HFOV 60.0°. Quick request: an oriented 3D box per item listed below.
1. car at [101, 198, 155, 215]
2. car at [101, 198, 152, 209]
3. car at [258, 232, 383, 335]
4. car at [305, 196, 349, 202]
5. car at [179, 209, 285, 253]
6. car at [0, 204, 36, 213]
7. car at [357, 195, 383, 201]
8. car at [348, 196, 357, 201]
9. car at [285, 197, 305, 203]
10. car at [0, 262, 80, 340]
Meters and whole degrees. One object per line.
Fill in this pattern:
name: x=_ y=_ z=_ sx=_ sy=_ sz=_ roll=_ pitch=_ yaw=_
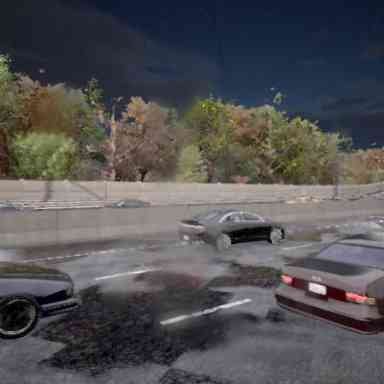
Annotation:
car: x=-6.472 y=1.429 z=33.763 sx=5.008 sy=1.535 sz=1.882 roll=-1 pitch=0 yaw=-35
car: x=-5.914 y=1.483 z=29.871 sx=4.674 sy=1.442 sz=1.812 roll=-1 pitch=0 yaw=-35
car: x=3.974 y=1.522 z=6.580 sx=5.357 sy=1.411 sz=2.033 roll=0 pitch=0 yaw=-35
car: x=14.556 y=1.472 z=35.820 sx=4.181 sy=1.385 sz=1.994 roll=0 pitch=0 yaw=-35
car: x=1.767 y=1.459 z=13.607 sx=4.902 sy=1.511 sz=2.128 roll=0 pitch=0 yaw=-35
car: x=-10.718 y=1.558 z=17.841 sx=4.181 sy=1.385 sz=1.994 roll=0 pitch=0 yaw=-35
car: x=30.050 y=1.262 z=55.399 sx=4.553 sy=1.767 sz=2.097 roll=0 pitch=0 yaw=-36
car: x=27.993 y=1.374 z=58.231 sx=4.902 sy=1.511 sz=2.128 roll=0 pitch=0 yaw=-36
car: x=12.783 y=1.385 z=38.866 sx=5.008 sy=1.535 sz=1.882 roll=0 pitch=0 yaw=-35
car: x=-4.537 y=1.551 z=4.811 sx=5.357 sy=1.411 sz=2.033 roll=0 pitch=0 yaw=-36
